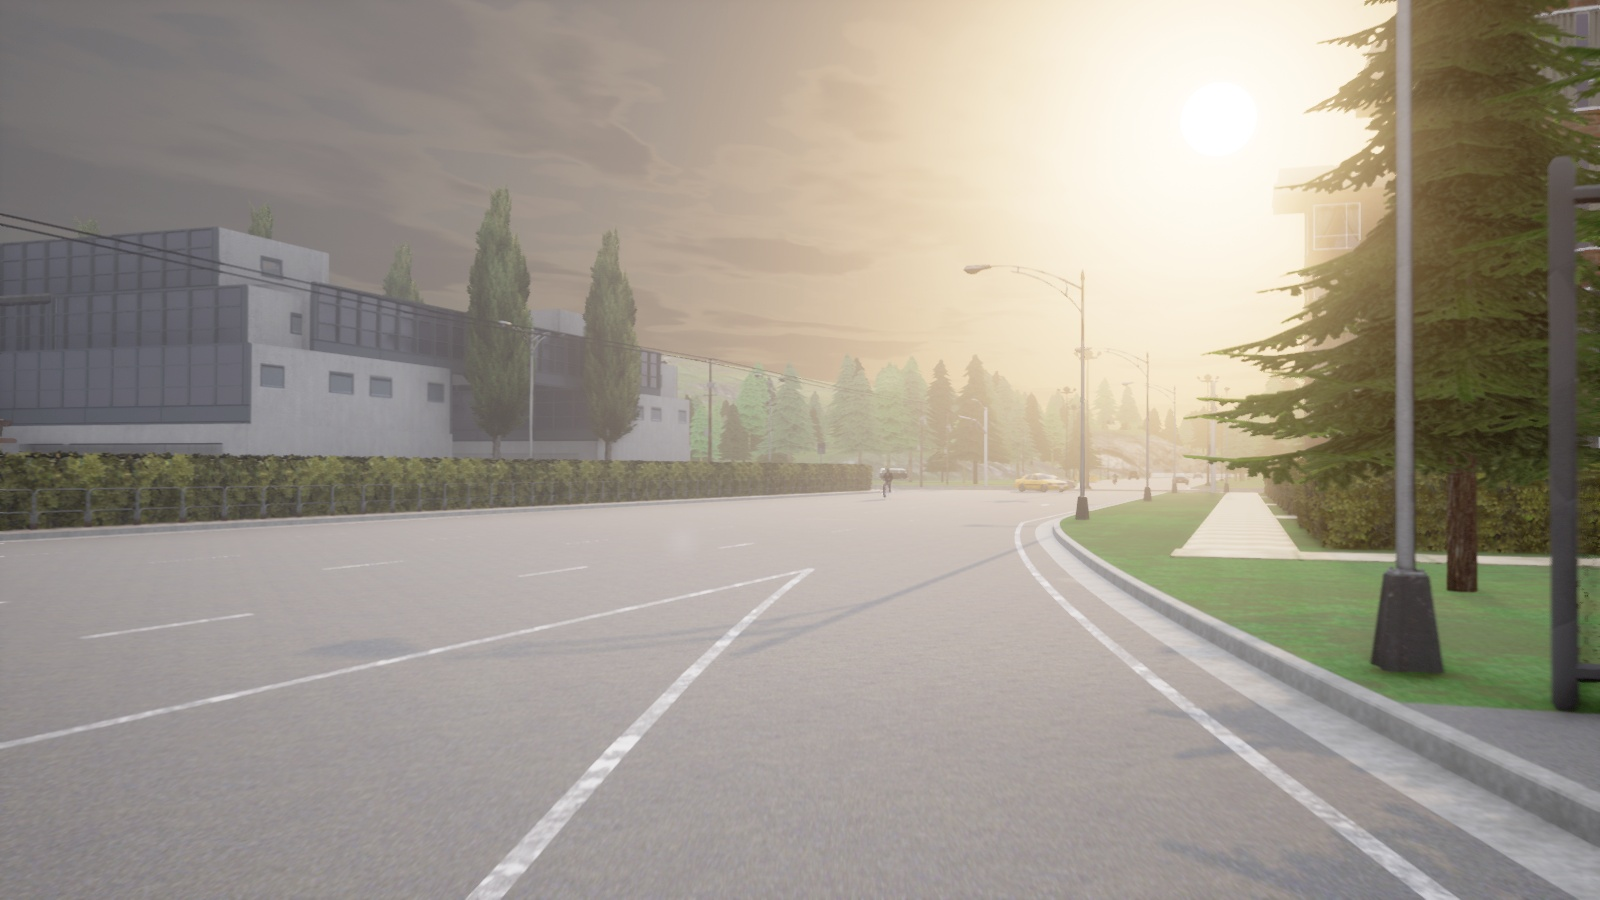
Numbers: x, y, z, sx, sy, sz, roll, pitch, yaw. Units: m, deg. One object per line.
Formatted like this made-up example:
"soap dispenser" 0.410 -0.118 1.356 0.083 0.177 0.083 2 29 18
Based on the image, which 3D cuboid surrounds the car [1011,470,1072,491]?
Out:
"car" 18.448 2.294 96.184 1.801 1.575 5.366 0 -1 -24
